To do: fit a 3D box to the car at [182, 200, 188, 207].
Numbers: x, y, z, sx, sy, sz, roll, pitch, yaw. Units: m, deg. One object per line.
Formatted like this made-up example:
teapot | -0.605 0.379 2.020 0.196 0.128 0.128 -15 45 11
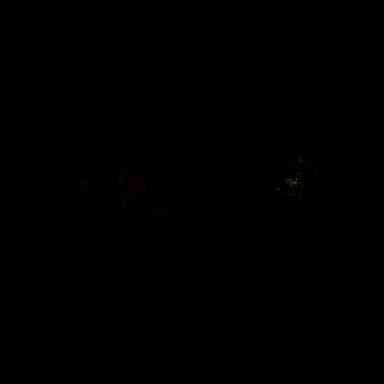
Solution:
car | -1.882 2.573 73.805 2.033 1.411 5.357 -2 -2 36
